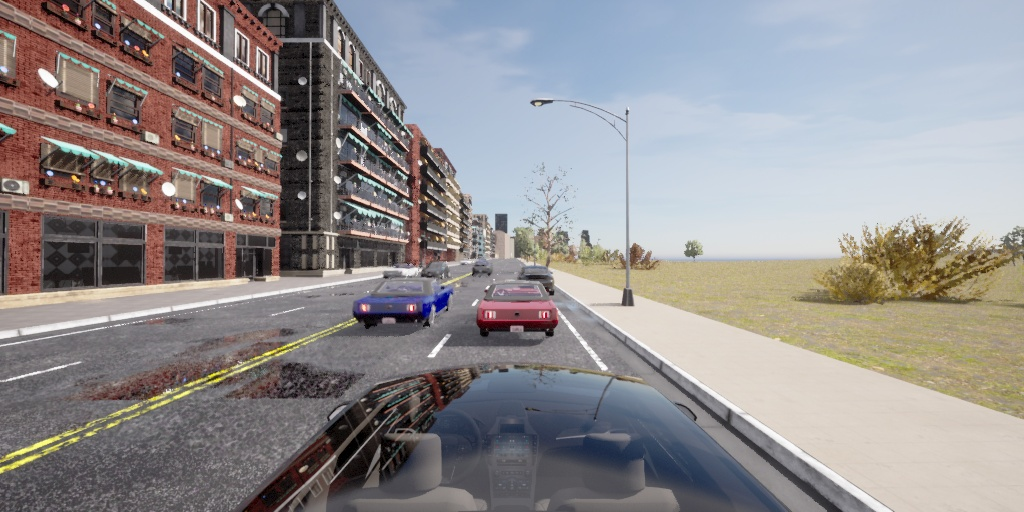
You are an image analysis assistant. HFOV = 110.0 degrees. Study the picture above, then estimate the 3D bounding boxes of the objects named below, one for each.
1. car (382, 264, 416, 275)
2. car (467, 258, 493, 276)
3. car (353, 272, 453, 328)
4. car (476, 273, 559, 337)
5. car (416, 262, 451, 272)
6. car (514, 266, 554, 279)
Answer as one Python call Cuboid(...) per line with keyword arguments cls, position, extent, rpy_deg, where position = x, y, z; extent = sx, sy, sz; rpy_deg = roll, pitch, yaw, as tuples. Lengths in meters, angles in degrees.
Cuboid(cls="car", position=(-9.735, 1.353, 31.516), extent=(1.895, 1.301, 4.718), rpy_deg=(0, 0, 0))
Cuboid(cls="car", position=(-3.013, 1.244, 37.102), extent=(2.128, 1.511, 4.902), rpy_deg=(0, 0, 0))
Cuboid(cls="car", position=(-3.116, 1.352, 11.350), extent=(1.895, 1.301, 4.718), rpy_deg=(0, 0, 0))
Cuboid(cls="car", position=(0.131, 1.352, 10.277), extent=(1.895, 1.301, 4.718), rpy_deg=(0, 0, 0))
Cuboid(cls="car", position=(-6.489, 1.257, 30.762), extent=(1.837, 1.490, 4.892), rpy_deg=(0, 0, 0))
Cuboid(cls="car", position=(1.205, 1.257, 19.478), extent=(1.837, 1.490, 4.892), rpy_deg=(0, 0, 0))
